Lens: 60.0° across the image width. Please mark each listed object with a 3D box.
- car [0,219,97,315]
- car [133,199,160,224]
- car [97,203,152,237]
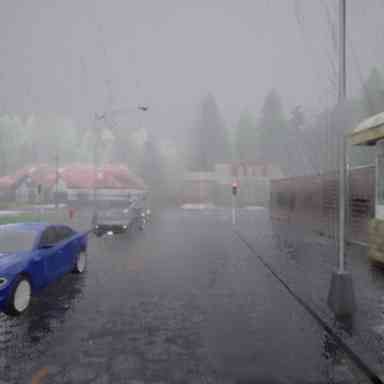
[{"bbox_3d":[-3.984,1.463,7.720,1.882,1.535,5.008,0,0,1],"label":"car"},{"bbox_3d":[-3.609,1.357,24.235,2.097,1.767,4.553,0,0,1],"label":"car"},{"bbox_3d":[-3.774,1.538,18.220,2.033,1.411,5.357,0,0,1],"label":"car"}]
